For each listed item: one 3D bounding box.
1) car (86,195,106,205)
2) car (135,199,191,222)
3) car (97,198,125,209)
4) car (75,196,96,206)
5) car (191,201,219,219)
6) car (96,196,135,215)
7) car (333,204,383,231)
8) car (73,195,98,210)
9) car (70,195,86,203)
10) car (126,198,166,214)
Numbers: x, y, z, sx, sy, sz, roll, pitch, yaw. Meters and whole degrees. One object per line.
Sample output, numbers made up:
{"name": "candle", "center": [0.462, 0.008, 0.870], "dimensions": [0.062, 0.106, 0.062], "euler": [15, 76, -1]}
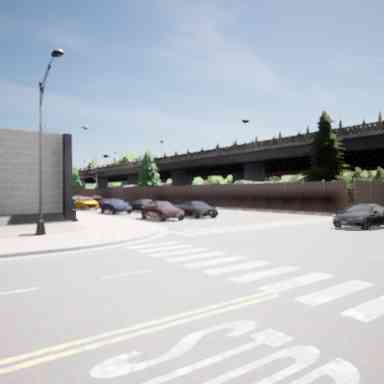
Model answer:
{"name": "car", "center": [-16.943, 1.358, 58.476], "dimensions": [1.882, 1.535, 5.008], "euler": [0, 0, -36]}
{"name": "car", "center": [-2.368, 1.429, 25.762], "dimensions": [1.812, 1.442, 4.674], "euler": [0, 0, -36]}
{"name": "car", "center": [-10.587, 1.493, 43.282], "dimensions": [1.895, 1.301, 4.718], "euler": [0, 0, -35]}
{"name": "car", "center": [-16.554, 1.417, 51.719], "dimensions": [1.812, 1.442, 4.674], "euler": [0, 0, -35]}
{"name": "car", "center": [0.360, 1.456, 27.965], "dimensions": [1.994, 1.385, 4.181], "euler": [0, 0, -36]}
{"name": "car", "center": [-7.587, 1.429, 33.066], "dimensions": [1.812, 1.442, 4.674], "euler": [0, 0, -36]}
{"name": "car", "center": [10.420, 1.449, 20.029], "dimensions": [4.674, 1.442, 1.812], "euler": [0, 0, -35]}
{"name": "car", "center": [-12.936, 1.381, 40.535], "dimensions": [1.882, 1.535, 5.008], "euler": [0, 0, -35]}
{"name": "car", "center": [-22.877, 1.405, 66.590], "dimensions": [1.812, 1.442, 4.674], "euler": [0, 0, -36]}
{"name": "car", "center": [-5.011, 1.440, 35.477], "dimensions": [2.033, 1.411, 5.357], "euler": [0, 0, -35]}
